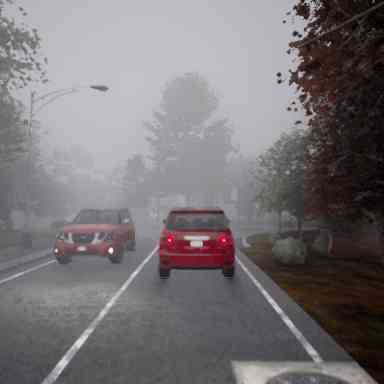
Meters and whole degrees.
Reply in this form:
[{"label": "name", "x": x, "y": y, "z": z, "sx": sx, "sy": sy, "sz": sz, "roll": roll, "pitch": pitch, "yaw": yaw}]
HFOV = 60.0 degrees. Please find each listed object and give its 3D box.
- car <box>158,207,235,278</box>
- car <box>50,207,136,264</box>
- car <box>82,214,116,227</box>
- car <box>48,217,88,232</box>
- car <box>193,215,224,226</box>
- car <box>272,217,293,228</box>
[{"label": "car", "x": 0.155, "y": 1.526, "z": 11.220, "sx": 2.150, "sy": 2.045, "sz": 5.566, "roll": 0, "pitch": -2, "yaw": 1}, {"label": "car", "x": -3.665, "y": 1.635, "z": 13.675, "sx": 2.150, "sy": 2.045, "sz": 5.566, "roll": 0, "pitch": -3, "yaw": -1}, {"label": "car", "x": -16.371, "y": 5.004, "z": 58.760, "sx": 2.150, "sy": 2.045, "sz": 5.566, "roll": -4, "pitch": -5, "yaw": 38}, {"label": "car", "x": -13.523, "y": 3.504, "z": 36.050, "sx": 5.008, "sy": 1.535, "sz": 1.882, "roll": -4, "pitch": -5, "yaw": 41}, {"label": "car", "x": 3.189, "y": 5.470, "z": 63.981, "sx": 5.566, "sy": 2.045, "sz": 2.150, "roll": -1, "pitch": -5, "yaw": 22}, {"label": "car", "x": 13.360, "y": 4.441, "z": 49.386, "sx": 2.097, "sy": 1.767, "sz": 4.553, "roll": 0, "pitch": -5, "yaw": 1}]
